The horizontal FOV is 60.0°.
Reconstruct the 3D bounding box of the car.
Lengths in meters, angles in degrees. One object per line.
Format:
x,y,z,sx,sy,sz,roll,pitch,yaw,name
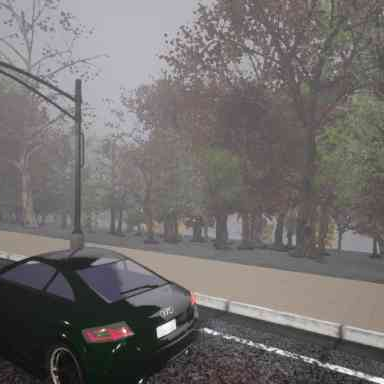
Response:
-1.926,1.563,5.061,4.181,1.385,1.994,0,0,36,car
